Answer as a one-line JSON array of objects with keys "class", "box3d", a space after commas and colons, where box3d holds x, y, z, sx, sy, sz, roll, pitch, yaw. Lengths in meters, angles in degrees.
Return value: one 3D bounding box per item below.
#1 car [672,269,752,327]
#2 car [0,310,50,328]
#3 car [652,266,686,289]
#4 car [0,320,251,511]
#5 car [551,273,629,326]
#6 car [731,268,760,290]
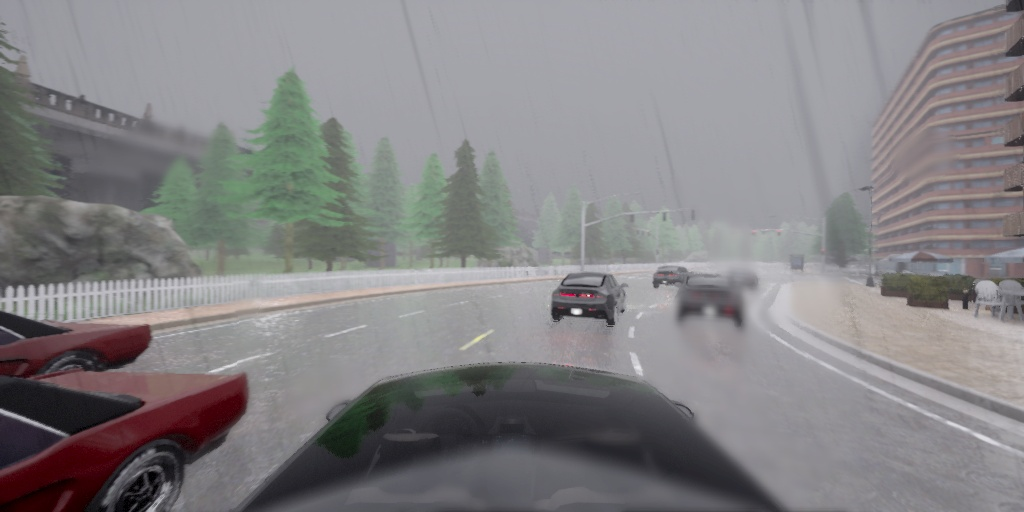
[{"class": "car", "box3d": [6.705, 1.355, 12.254, 1.837, 1.490, 4.892, 1, 0, 28]}, {"class": "car", "box3d": [-6.782, 1.245, 3.433, 1.895, 1.301, 4.718, 1, 0, 5]}, {"class": "car", "box3d": [10.942, 1.416, 24.199, 1.837, 1.490, 4.892, 1, -1, 37]}, {"class": "car", "box3d": [-3.462, 1.297, 1.157, 1.895, 1.301, 4.718, 1, 0, 2]}, {"class": "car", "box3d": [2.687, 1.293, 11.986, 1.837, 1.490, 4.892, 0, -1, 23]}, {"class": "car", "box3d": [15.827, 1.552, 24.809, 1.994, 1.385, 4.181, 1, 0, 38]}]
